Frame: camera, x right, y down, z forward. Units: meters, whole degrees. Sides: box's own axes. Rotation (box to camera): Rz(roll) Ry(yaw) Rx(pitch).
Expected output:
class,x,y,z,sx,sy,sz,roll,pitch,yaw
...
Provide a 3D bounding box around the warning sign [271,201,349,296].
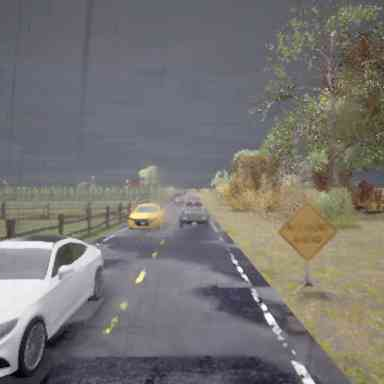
class,x,y,z,sx,sy,sz,roll,pitch,yaw
warning sign,2.461,1.129,7.119,1.300,1.860,1.060,0,0,0

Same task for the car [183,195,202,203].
class,x,y,z,sx,sy,sz,roll,pitch,yaw
car,0.197,1.379,43.391,2.097,1.767,4.553,0,0,0

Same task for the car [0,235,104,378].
class,x,y,z,sx,sy,sz,roll,pitch,yaw
car,-2.838,1.532,5.685,1.812,1.442,4.674,0,0,0

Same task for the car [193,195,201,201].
class,x,y,z,sx,sy,sz,roll,pitch,yaw
car,1.159,1.510,82.116,1.812,1.442,4.674,0,0,0

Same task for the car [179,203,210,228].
class,x,y,z,sx,sy,sz,roll,pitch,yaw
car,0.152,1.627,22.494,1.895,1.301,4.718,0,0,0

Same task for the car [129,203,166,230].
class,x,y,z,sx,sy,sz,roll,pitch,yaw
car,-2.774,1.500,21.396,1.882,1.535,5.008,0,0,0

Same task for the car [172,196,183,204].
class,x,y,z,sx,sy,sz,roll,pitch,yaw
car,-2.622,1.508,62.550,2.128,1.511,4.902,0,0,1
